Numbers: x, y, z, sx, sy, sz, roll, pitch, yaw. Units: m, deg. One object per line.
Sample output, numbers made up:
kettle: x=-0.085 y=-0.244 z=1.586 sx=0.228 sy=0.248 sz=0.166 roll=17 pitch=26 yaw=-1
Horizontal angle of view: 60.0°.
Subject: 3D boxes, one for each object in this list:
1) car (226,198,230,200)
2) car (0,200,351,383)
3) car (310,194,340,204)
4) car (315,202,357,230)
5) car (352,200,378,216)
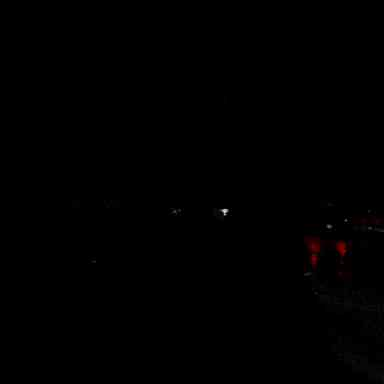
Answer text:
car: x=5.845 y=1.601 z=50.225 sx=1.895 sy=1.301 sz=4.718 roll=0 pitch=0 yaw=12
car: x=-1.016 y=1.224 z=3.095 sx=5.566 sy=2.045 sz=2.150 roll=0 pitch=0 yaw=-37
car: x=12.754 y=1.225 z=32.041 sx=2.150 sy=2.045 sz=5.566 roll=0 pitch=0 yaw=12
car: x=7.976 y=1.525 z=18.647 sx=1.812 sy=1.442 sz=4.674 roll=0 pitch=0 yaw=29
car: x=16.385 y=1.493 z=32.228 sx=2.128 sy=1.511 sz=4.902 roll=0 pitch=0 yaw=13
